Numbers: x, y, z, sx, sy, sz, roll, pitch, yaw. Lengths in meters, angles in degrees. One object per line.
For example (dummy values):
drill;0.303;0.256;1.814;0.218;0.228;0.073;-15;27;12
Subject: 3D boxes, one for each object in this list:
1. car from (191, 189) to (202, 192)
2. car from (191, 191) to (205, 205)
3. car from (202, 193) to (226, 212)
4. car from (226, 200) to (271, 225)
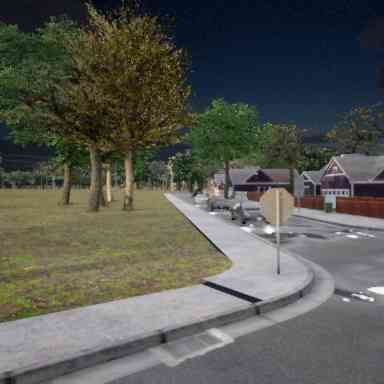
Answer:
car;1.089;0.255;74.587;2.150;2.045;5.566;-1;1;-6
car;1.270;1.006;46.288;1.812;1.442;4.674;-1;1;-6
car;2.572;1.149;34.034;1.837;1.490;4.892;-1;1;-6
car;3.822;1.323;22.368;1.812;1.442;4.674;-1;1;-6
